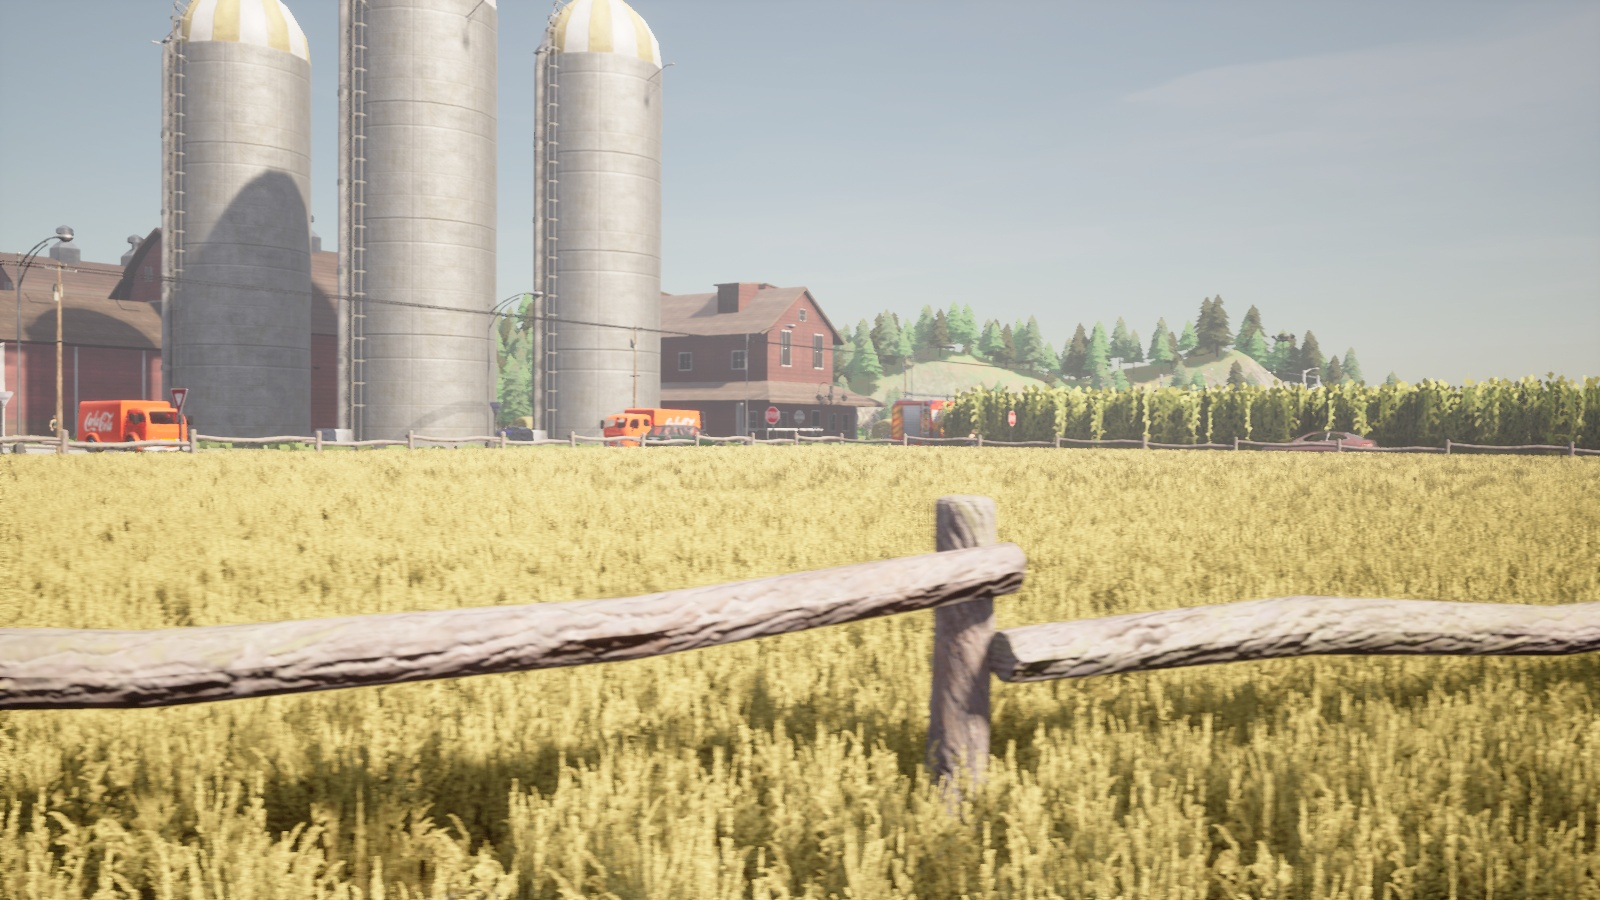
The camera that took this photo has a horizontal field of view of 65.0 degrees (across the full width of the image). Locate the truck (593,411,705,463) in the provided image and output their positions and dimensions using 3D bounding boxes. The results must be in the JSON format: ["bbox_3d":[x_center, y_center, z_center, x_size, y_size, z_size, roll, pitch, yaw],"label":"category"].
[{"bbox_3d":[-7.440,-0.645,62.330,2.627,2.467,5.204,0,1,36],"label":"truck"}]

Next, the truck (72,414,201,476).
[{"bbox_3d":[-27.987,-0.230,52.923,5.204,2.467,2.627,0,1,34],"label":"truck"}]

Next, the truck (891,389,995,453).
[{"bbox_3d":[9.263,-1.835,80.209,2.891,3.827,8.468,0,1,35],"label":"truck"}]

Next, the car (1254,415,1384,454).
[{"bbox_3d":[23.349,-0.689,56.542,5.027,1.651,2.152,0,1,35],"label":"car"}]

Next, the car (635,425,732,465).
[{"bbox_3d":[-5.429,-0.273,59.149,2.097,1.767,4.553,0,1,35],"label":"car"}]
